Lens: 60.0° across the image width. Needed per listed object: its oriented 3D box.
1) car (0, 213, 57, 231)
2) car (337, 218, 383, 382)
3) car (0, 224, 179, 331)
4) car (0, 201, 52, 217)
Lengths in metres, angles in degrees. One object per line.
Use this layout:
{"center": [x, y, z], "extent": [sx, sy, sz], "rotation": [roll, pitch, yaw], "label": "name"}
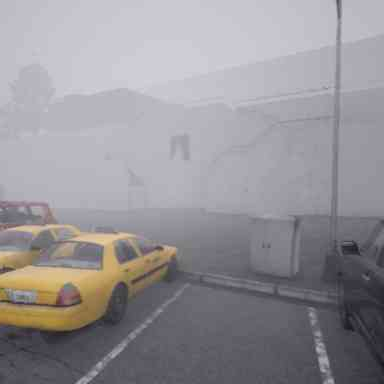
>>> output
{"center": [-4.297, 1.548, 8.653], "extent": [1.946, 1.575, 5.366], "rotation": [0, -1, 16], "label": "car"}
{"center": [3.076, 1.233, 3.636], "extent": [2.435, 2.045, 5.566], "rotation": [0, -1, 16], "label": "car"}
{"center": [-1.762, 1.529, 7.270], "extent": [1.946, 1.575, 5.366], "rotation": [0, -1, 16], "label": "car"}
{"center": [-6.693, 1.331, 10.552], "extent": [2.435, 2.045, 5.566], "rotation": [0, -1, 16], "label": "car"}
